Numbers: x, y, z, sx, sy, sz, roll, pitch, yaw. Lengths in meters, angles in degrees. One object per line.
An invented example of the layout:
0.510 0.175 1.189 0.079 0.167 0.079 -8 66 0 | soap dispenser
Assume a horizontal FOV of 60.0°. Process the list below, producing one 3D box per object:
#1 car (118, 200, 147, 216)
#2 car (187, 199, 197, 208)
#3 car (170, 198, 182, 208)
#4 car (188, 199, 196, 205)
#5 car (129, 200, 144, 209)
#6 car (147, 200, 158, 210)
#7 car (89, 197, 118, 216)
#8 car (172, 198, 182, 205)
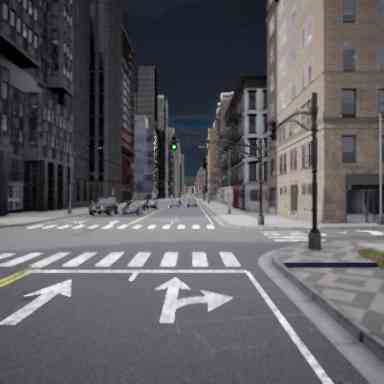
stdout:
-6.566 1.891 37.136 1.837 1.490 4.892 0 -1 0 | car
0.040 2.257 63.537 1.994 1.385 4.181 0 -1 0 | car
-3.210 2.230 62.707 2.033 1.411 5.357 0 -1 0 | car
0.047 2.183 73.544 1.812 1.442 4.674 0 -1 0 | car
-9.729 2.112 58.605 1.882 1.535 5.008 0 -1 0 | car
-6.525 2.049 53.228 1.882 1.535 5.008 0 -1 0 | car
-9.807 1.608 37.476 2.150 2.045 5.566 0 0 1 | car
-3.203 2.114 73.131 1.882 1.535 5.008 0 -1 0 | car
